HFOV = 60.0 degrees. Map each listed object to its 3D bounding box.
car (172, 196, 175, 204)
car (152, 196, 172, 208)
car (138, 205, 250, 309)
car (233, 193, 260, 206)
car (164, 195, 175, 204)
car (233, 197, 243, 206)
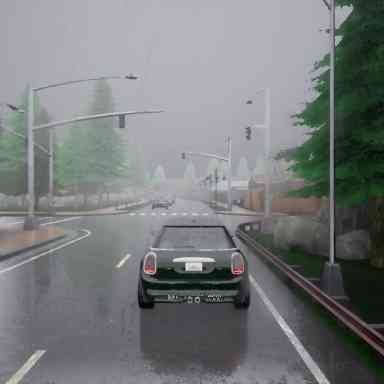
[{"bbox_3d":[-4.204,1.571,53.601,1.895,1.301,4.718,0,0,0],"label":"car"},{"bbox_3d":[-4.115,1.534,43.746,1.994,1.385,4.181,0,0,-1],"label":"car"},{"bbox_3d":[0.051,1.352,8.046,2.097,1.767,4.553,0,0,0],"label":"car"},{"bbox_3d":[8.358,1.146,51.295,3.866,1.878,1.905,0,0,-1],"label":"car"},{"bbox_3d":[-4.290,1.448,63.780,1.882,1.535,5.008,0,0,0],"label":"car"},{"bbox_3d":[8.776,1.144,48.785,4.605,1.855,1.932,0,0,-1],"label":"car"}]
